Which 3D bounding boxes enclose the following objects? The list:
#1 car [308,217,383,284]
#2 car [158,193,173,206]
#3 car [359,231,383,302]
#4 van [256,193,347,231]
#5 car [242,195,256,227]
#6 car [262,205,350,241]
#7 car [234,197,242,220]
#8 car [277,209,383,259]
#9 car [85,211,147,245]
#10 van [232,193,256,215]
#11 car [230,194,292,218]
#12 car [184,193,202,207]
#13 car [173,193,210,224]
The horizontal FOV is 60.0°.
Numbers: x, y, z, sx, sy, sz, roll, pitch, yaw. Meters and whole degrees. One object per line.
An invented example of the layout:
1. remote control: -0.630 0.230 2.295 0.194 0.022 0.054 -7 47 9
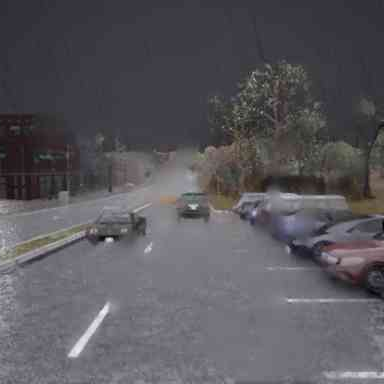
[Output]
1. car: 5.538 1.487 8.004 4.674 1.452 2.002 0 0 0
2. car: -3.165 0.897 42.107 1.882 1.535 5.008 0 2 0
3. car: 5.534 1.501 5.250 4.674 1.452 2.002 0 0 0
4. van: 5.649 1.158 16.264 4.442 1.987 1.878 0 1 0
5. car: 5.500 1.229 19.150 4.553 1.767 2.185 0 1 0
6. car: 5.563 1.437 13.514 4.792 1.488 2.163 0 0 0
7. car: 5.525 1.323 21.779 4.892 1.521 2.231 0 1 0
8. car: 5.505 1.460 10.762 4.792 1.488 2.163 0 1 0
9. car: -3.161 1.516 14.942 1.895 1.301 4.718 0 0 0
10. van: 5.413 1.058 24.533 4.442 1.987 1.878 0 1 0
11. car: 5.559 1.114 27.287 4.553 1.767 2.185 0 1 0
12. car: 0.084 0.910 42.191 2.128 1.511 4.902 0 2 0
13. car: 0.089 1.045 23.185 2.150 2.045 5.566 0 1 0
